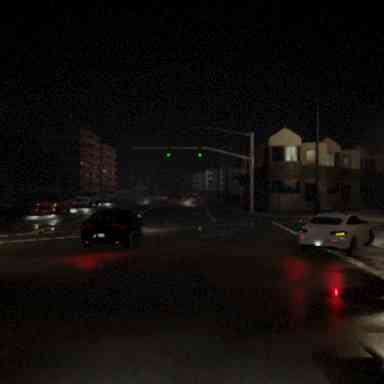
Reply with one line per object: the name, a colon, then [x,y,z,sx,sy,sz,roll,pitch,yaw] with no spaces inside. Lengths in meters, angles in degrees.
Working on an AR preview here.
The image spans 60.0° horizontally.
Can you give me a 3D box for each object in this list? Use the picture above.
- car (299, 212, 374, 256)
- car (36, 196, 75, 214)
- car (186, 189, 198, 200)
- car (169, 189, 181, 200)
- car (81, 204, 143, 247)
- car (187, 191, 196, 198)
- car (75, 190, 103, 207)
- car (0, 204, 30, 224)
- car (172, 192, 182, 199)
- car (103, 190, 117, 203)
car: [5.753,1.525,13.168,1.812,1.442,4.674,0,0,39]
car: [-14.105,1.247,34.045,2.097,1.767,4.553,0,1,0]
car: [-0.043,0.478,67.875,2.150,2.045,5.566,0,0,0]
car: [-3.543,0.478,67.574,2.150,2.045,5.566,0,0,0]
car: [-3.408,1.469,14.958,1.882,1.535,5.008,0,0,0]
car: [-0.050,0.653,78.277,2.128,1.511,4.902,0,-1,0]
car: [-14.047,0.922,44.561,2.150,2.045,5.566,0,1,0]
car: [-14.118,1.554,24.782,1.895,1.301,4.718,0,0,0]
car: [-3.551,0.820,78.272,2.128,1.511,4.902,0,-1,0]
car: [-14.035,0.642,55.297,2.150,2.045,5.566,0,1,0]
